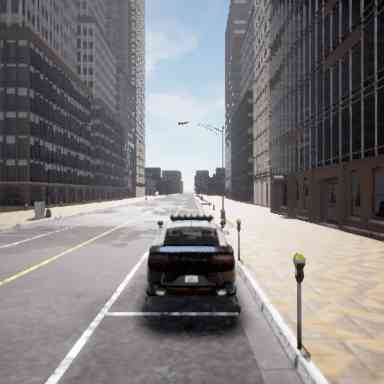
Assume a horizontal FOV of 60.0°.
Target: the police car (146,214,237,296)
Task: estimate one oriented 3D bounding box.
[{"bbox_3d":[-0.012,1.414,8.759,1.930,1.638,5.238,0,0,0],"label":"police car"}]
